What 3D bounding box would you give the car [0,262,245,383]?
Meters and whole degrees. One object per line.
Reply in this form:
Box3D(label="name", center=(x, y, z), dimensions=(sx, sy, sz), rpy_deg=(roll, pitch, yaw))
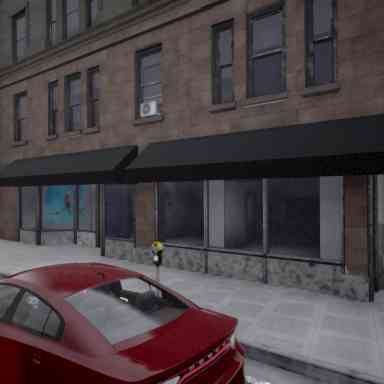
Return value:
Box3D(label="car", center=(-1.591, 1.545, 3.983), dimensions=(4.507, 1.381, 1.887), rpy_deg=(0, 0, 35))
